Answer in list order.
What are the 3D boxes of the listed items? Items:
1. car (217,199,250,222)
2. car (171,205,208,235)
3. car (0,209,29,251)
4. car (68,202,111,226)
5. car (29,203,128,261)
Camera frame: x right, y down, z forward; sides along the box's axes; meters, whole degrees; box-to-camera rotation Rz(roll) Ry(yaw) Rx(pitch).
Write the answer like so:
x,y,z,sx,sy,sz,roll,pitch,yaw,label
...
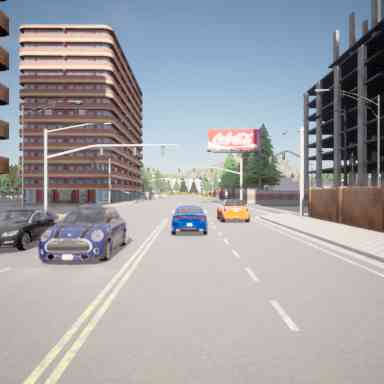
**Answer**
x,y,z,sx,sy,sz,roll,pitch,yaw,label
3.151,1.352,26.071,2.097,1.767,4.553,0,0,-1,car
-0.152,1.478,18.942,1.882,1.535,5.008,0,0,-1,car
-7.270,1.492,14.230,2.128,1.511,4.902,0,0,-1,car
-7.330,1.526,24.292,1.812,1.442,4.674,0,0,-1,car
-3.744,1.351,12.171,2.097,1.767,4.553,0,0,-1,car
